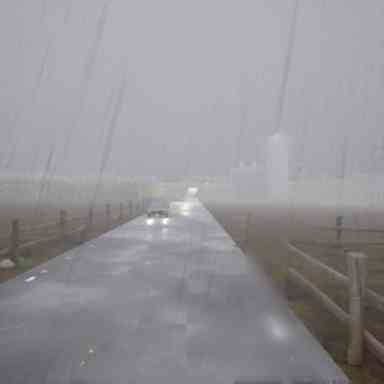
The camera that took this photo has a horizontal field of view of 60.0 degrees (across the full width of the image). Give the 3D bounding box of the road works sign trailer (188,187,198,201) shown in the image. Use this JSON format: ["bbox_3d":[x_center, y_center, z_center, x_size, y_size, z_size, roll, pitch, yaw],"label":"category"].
[{"bbox_3d":[0.204,0.597,87.507,2.380,3.560,2.880,0,0,-4],"label":"road works sign trailer"}]

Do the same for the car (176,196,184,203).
[{"bbox_3d":[-2.738,1.552,72.158,2.033,1.411,5.357,0,0,0],"label":"car"}]

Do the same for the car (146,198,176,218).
[{"bbox_3d":[-2.842,1.494,29.705,2.033,1.411,5.357,0,0,0],"label":"car"}]
